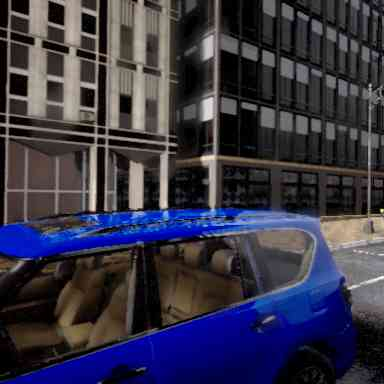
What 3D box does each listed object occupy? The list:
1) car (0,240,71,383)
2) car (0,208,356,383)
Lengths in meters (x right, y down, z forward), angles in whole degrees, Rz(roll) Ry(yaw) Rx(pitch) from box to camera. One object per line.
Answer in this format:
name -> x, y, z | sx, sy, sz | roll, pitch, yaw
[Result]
car -> -3.913, 1.554, 3.752 | 4.403, 1.369, 2.008 | 0, 1, -36
car -> -0.899, 1.219, 2.738 | 5.566, 2.045, 2.150 | 0, 0, -36
